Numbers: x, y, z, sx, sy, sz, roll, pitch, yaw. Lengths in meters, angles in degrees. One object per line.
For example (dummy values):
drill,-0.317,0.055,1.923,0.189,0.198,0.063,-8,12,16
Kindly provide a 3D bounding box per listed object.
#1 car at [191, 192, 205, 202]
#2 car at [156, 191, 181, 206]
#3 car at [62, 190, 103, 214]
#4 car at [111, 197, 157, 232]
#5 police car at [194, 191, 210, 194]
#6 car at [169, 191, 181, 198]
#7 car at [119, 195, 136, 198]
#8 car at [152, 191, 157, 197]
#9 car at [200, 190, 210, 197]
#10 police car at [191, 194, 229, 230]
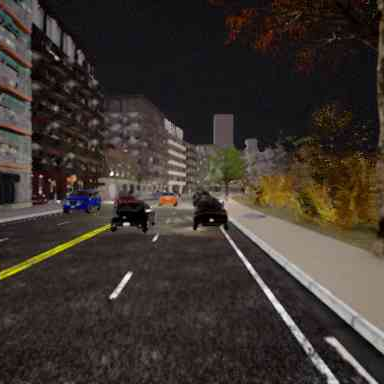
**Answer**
car,1.036,0.783,54.262,1.882,1.535,5.008,0,1,4
car,-2.785,0.812,41.430,2.097,1.767,4.553,0,1,2
car,-9.768,0.827,30.089,2.150,2.045,5.566,0,1,1
car,-3.139,1.261,18.344,1.837,1.490,4.892,0,1,0
police car,1.011,1.040,29.206,1.930,1.638,5.238,0,1,1
car,-3.681,0.590,73.710,1.837,1.490,4.892,0,1,6
car,-6.452,1.043,33.154,1.882,1.535,5.008,0,1,1
car,-7.188,0.522,71.593,1.882,1.535,5.008,0,1,6
car,2.910,0.406,74.303,1.837,1.490,4.892,0,1,7
police car,0.986,1.170,19.263,1.930,1.638,5.238,0,1,0
